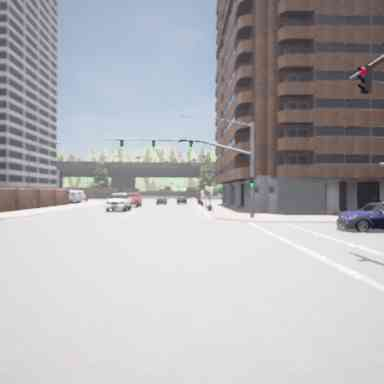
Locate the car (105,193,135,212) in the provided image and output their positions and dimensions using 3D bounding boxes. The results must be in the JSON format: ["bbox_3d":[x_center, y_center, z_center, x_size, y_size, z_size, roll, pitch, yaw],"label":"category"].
[{"bbox_3d":[-8.273,1.148,37.839,2.150,2.045,5.566,0,0,-2],"label":"car"}]

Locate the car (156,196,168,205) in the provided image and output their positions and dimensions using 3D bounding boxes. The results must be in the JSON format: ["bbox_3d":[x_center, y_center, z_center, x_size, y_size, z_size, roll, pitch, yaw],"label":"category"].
[{"bbox_3d":[-5.234,1.471,57.726,2.033,1.411,5.357,0,0,-2],"label":"car"}]

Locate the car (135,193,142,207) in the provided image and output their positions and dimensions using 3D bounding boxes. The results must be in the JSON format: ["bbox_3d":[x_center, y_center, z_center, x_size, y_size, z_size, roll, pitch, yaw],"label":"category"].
[{"bbox_3d":[-8.546,1.137,48.256,2.150,2.045,5.566,0,0,-1],"label":"car"}]

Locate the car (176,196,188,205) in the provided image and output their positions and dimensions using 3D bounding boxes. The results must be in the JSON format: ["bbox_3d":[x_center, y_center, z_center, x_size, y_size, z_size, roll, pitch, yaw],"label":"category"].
[{"bbox_3d":[-1.811,1.430,59.290,2.128,1.511,4.902,0,0,-2],"label":"car"}]

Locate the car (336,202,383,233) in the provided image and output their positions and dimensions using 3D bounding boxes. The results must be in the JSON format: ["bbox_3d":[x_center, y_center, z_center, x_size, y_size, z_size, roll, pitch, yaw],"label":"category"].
[{"bbox_3d":[10.914,1.388,19.458,4.553,1.767,2.097,0,0,0],"label":"car"}]
